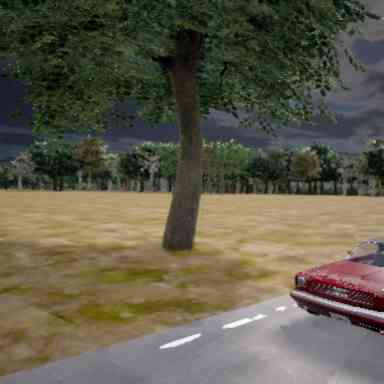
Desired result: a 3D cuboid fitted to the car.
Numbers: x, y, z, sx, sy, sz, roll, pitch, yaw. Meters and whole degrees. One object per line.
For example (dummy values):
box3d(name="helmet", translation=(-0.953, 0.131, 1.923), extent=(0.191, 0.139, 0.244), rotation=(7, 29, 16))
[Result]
box3d(name="car", translation=(4.004, 1.598, 6.363), extent=(4.718, 1.301, 1.895), rotation=(0, 0, -37))
